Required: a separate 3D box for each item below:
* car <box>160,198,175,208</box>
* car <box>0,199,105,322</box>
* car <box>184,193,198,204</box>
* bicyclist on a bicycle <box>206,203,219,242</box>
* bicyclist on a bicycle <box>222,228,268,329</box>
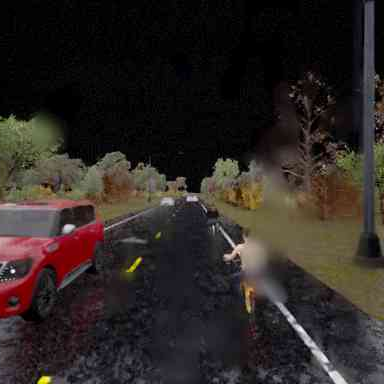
[{"bbox_3d":[-3.583,1.550,48.957,1.812,1.442,4.674,0,0,0],"label":"car"},{"bbox_3d":[-3.600,1.220,7.572,2.150,2.045,5.566,0,0,0],"label":"car"},{"bbox_3d":[0.007,1.268,66.046,2.150,2.045,5.566,0,0,0],"label":"car"},{"bbox_3d":[0.961,1.371,15.475,0.659,1.776,1.843,0,0,0],"label":"bicyclist on a bicycle"},{"bbox_3d":[0.985,1.435,5.962,0.866,1.612,1.509,0,0,0],"label":"bicyclist on a bicycle"}]
